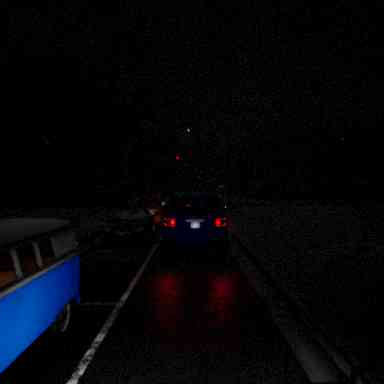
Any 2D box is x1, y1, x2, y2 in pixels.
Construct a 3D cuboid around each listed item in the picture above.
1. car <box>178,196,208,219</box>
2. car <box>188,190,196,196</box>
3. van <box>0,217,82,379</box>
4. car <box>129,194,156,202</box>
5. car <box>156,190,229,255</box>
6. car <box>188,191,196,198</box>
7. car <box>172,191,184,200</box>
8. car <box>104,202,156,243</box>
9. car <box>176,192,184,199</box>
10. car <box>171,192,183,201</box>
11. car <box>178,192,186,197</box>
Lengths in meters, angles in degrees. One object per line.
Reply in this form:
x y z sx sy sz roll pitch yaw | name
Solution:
0.115 1.149 26.368 2.128 1.511 4.902 0 1 1 | car
-0.017 0.245 92.879 2.097 1.767 4.553 0 0 0 | car
-2.640 1.288 3.844 1.690 1.788 3.998 0 1 0 | van
-2.643 1.047 20.234 2.192 1.841 5.009 0 1 0 | car
0.096 1.052 12.612 2.150 2.045 5.566 0 1 0 | car
-0.015 0.598 82.492 1.882 1.535 5.008 0 0 0 | car
-2.653 0.714 64.070 1.967 1.590 4.097 0 1 0 | car
-2.642 1.352 14.774 2.008 1.369 4.403 0 1 0 | car
-2.656 0.763 75.449 1.802 1.307 4.206 0 0 0 | car
-2.653 0.764 58.383 1.967 1.590 4.097 0 1 0 | car
-2.659 0.649 86.826 2.008 1.369 4.403 0 0 0 | car
